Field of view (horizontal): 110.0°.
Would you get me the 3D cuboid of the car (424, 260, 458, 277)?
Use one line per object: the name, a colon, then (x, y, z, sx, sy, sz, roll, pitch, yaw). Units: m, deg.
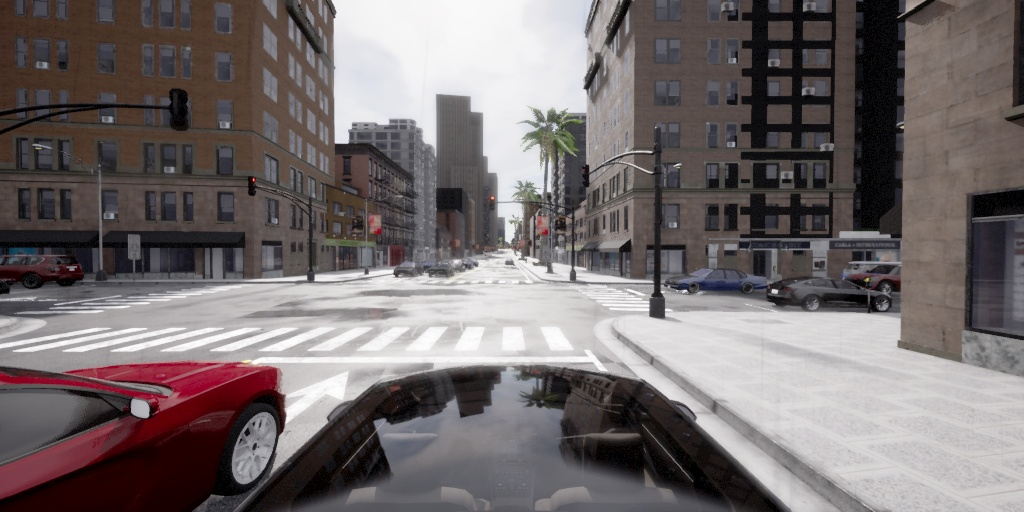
car: (-6.841, 1.343, 34.873, 1.895, 1.301, 4.718, 0, 0, 0)

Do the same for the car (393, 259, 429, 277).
car: (-10.095, 1.290, 35.398, 2.033, 1.411, 5.357, 0, 0, -1)

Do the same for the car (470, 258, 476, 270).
car: (-6.974, 1.083, 53.757, 2.097, 1.767, 4.553, 0, 0, -1)

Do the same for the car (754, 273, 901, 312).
car: (12.864, 1.514, 14.727, 4.313, 1.339, 1.948, 0, 0, 0)

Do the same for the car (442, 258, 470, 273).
car: (-6.911, 1.230, 44.530, 2.128, 1.511, 4.902, 0, 0, 0)

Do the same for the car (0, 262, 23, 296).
car: (-24.033, 1.126, 14.593, 4.892, 1.490, 1.837, 1, 1, -9)

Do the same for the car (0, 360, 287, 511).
car: (-3.144, 1.228, 1.490, 1.882, 1.535, 5.008, 0, 0, 1)

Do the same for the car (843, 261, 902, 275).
car: (21.962, 1.285, 20.683, 4.553, 1.767, 2.097, 0, 1, 0)

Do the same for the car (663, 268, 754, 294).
car: (11.707, 1.401, 20.673, 5.357, 1.411, 2.033, 0, 1, 0)

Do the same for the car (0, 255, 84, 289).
car: (-27.278, 0.836, 19.926, 5.009, 1.841, 2.192, 0, 0, -9)

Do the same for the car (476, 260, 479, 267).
car: (-7.009, 1.317, 63.633, 1.895, 1.301, 4.718, 0, 0, 0)

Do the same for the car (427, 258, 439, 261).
car: (-10.167, 1.090, 45.053, 2.097, 1.767, 4.553, 0, 0, 0)
